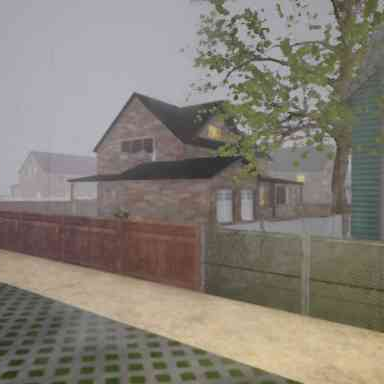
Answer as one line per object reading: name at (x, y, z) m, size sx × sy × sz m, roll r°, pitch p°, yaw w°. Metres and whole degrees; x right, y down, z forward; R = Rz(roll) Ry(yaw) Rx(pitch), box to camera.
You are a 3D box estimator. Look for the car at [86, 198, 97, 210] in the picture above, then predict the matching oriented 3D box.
car at (-12.055, 1.481, 39.161) m, size 1.837 × 1.490 × 4.892 m, roll 1°, pitch 0°, yaw 35°
